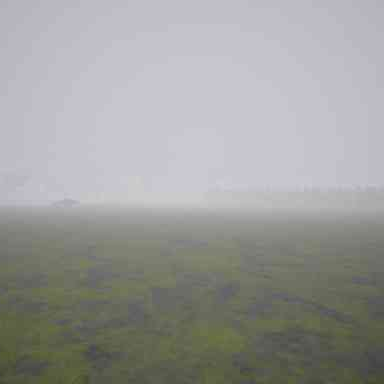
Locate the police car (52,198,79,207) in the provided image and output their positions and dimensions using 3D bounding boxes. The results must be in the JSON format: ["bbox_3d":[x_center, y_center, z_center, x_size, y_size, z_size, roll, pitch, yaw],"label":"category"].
[{"bbox_3d":[-24.723,2.040,65.109,1.930,1.638,5.238,1,0,35],"label":"police car"}]
